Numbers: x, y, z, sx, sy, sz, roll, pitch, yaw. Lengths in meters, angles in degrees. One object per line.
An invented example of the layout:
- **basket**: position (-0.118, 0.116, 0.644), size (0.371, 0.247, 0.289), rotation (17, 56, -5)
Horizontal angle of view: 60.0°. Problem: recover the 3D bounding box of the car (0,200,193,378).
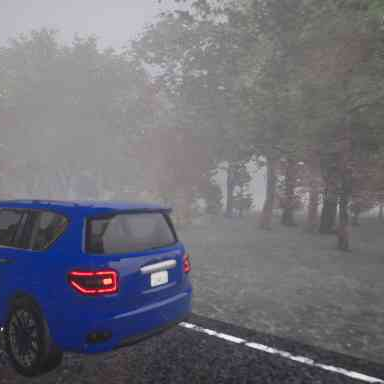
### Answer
- **car**: position (-2.587, 1.146, 5.623), size (5.566, 2.045, 2.150), rotation (0, -2, 35)
